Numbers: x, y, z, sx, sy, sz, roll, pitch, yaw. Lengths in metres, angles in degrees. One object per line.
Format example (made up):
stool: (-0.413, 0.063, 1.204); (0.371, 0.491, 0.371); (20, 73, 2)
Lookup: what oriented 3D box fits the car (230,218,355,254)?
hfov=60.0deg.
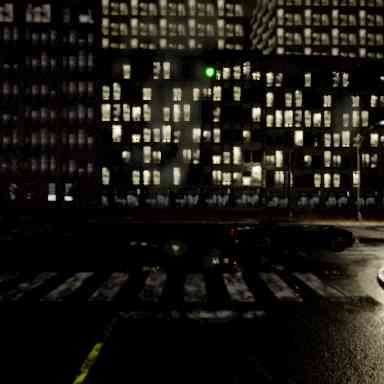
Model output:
car: (4.043, 1.733, 13.684); (4.718, 1.301, 1.895); (1, 0, -1)
